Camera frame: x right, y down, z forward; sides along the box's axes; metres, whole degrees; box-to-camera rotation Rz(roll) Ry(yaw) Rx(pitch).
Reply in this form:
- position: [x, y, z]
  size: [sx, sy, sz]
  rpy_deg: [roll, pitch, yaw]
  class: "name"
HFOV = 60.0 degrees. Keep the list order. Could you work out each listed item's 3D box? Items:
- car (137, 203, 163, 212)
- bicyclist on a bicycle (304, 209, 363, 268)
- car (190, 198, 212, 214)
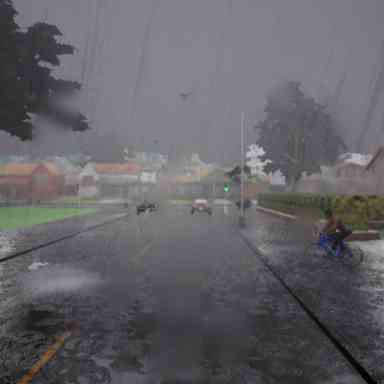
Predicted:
- position: [-3.348, 1.128, 27.457]
  size: [1.895, 1.301, 4.718]
  rpy_deg: [0, 0, 1]
  class: "car"
- position: [3.960, 1.314, 9.302]
  size: [1.656, 1.620, 0.582]
  rpy_deg: [1, 0, 1]
  class: "bicyclist on a bicycle"
- position: [0.877, 1.334, 32.493]
  size: [1.812, 1.442, 4.674]
  rpy_deg: [0, 0, 1]
  class: "car"
